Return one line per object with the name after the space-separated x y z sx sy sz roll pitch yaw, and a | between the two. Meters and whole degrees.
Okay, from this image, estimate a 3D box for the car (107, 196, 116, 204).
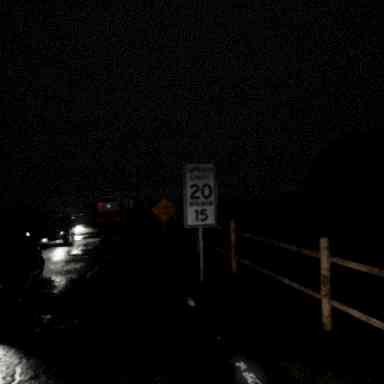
-19.293 1.910 79.473 2.097 1.767 4.553 -2 0 -15 | car

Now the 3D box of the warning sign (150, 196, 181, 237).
-1.307 1.145 15.968 1.300 1.860 1.060 -1 1 -15 | warning sign

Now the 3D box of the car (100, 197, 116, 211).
-11.959 1.673 47.410 2.097 1.767 4.553 -2 0 -14 | car

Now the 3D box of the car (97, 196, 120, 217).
-8.806 1.452 35.270 2.150 2.045 5.566 -2 0 -13 | car

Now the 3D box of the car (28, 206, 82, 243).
-7.052 1.728 17.023 2.033 1.411 5.357 -2 0 -14 | car

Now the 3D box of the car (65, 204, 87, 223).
-9.711 1.743 27.325 2.128 1.511 4.902 -2 0 -14 | car

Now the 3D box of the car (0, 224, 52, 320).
-4.490 1.679 7.117 1.994 1.385 4.181 -2 0 -15 | car
